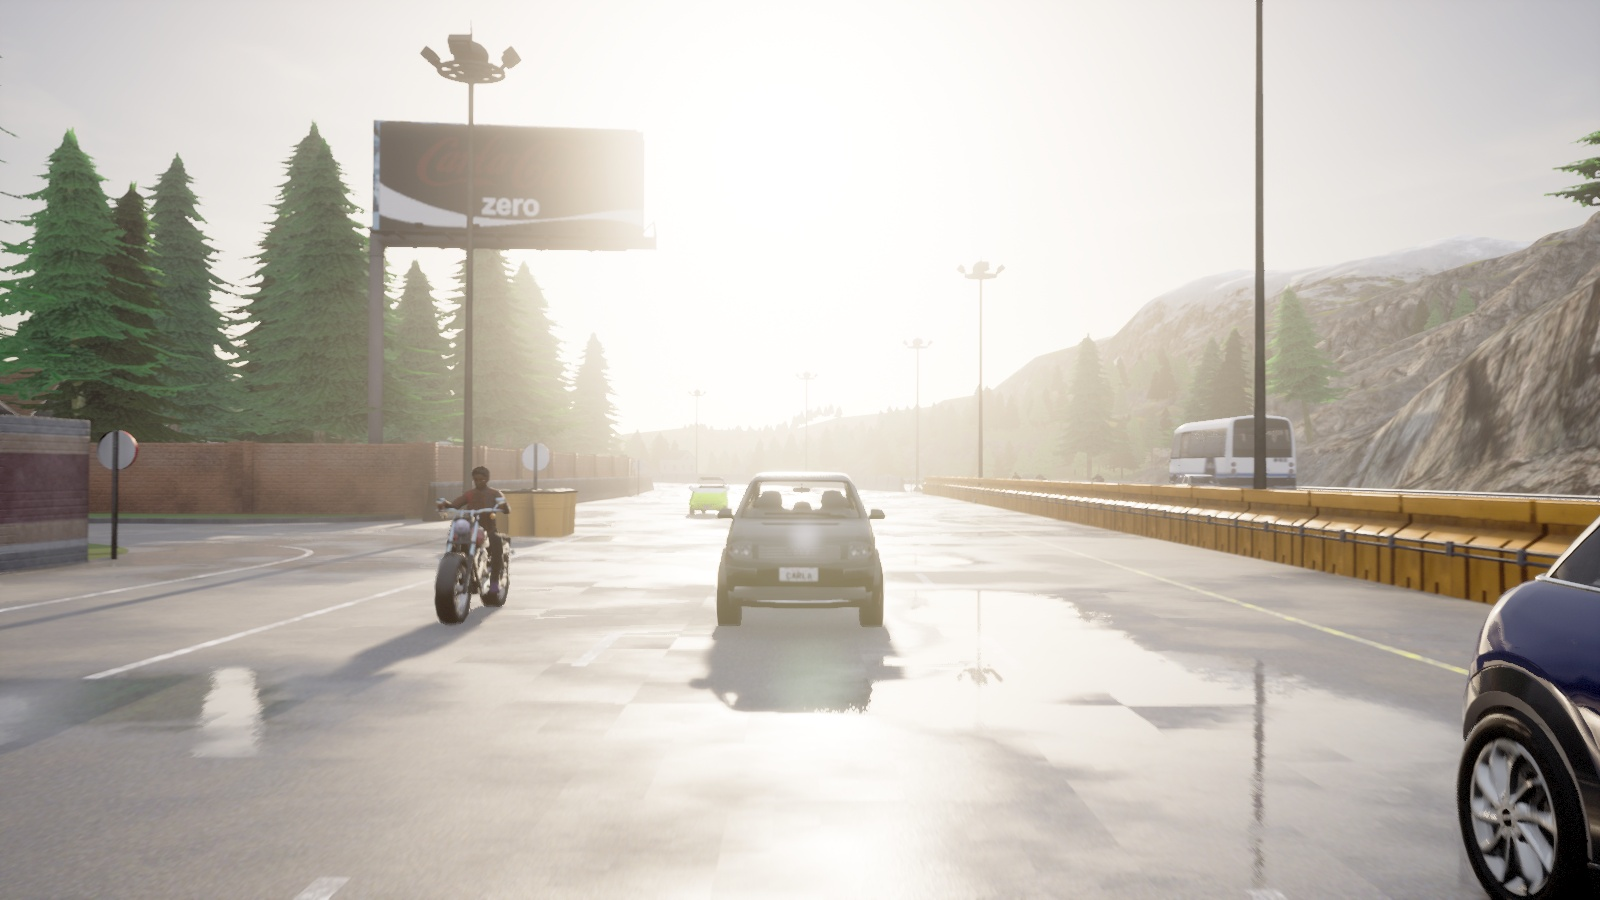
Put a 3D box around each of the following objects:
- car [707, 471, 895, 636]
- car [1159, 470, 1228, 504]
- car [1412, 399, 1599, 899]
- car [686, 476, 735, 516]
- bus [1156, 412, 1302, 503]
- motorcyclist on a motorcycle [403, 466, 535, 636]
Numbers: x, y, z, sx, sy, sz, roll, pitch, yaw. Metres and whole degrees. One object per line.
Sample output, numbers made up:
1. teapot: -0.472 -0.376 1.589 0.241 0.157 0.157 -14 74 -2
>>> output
1. car: 0.025 1.021 13.854 1.789 1.549 3.705 0 -1 1
2. car: 17.955 1.670 57.427 1.970 1.475 3.806 0 -1 1
3. car: 3.492 0.705 2.712 2.097 1.767 4.553 0 -1 0
4. car: -3.171 1.631 44.781 1.481 1.376 2.207 0 -1 2
5. bus: 21.520 0.421 63.854 3.944 4.253 10.273 0 -1 1
6. motorcyclist on a motorcycle: -3.481 1.004 13.444 0.766 1.649 2.350 0 -1 1
